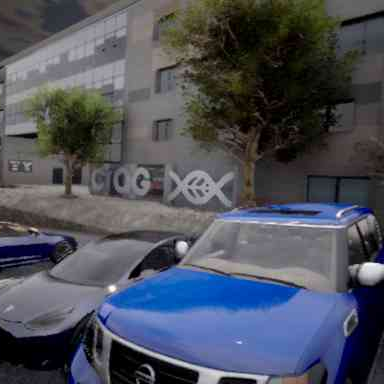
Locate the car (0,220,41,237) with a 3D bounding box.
[{"bbox_3d":[-5.560,1.479,9.279,2.163,1.488,4.792,0,0,35],"label":"car"}]

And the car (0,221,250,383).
[{"bbox_3d":[-1.044,1.496,5.989,2.163,1.488,4.792,0,0,35],"label":"car"}]
